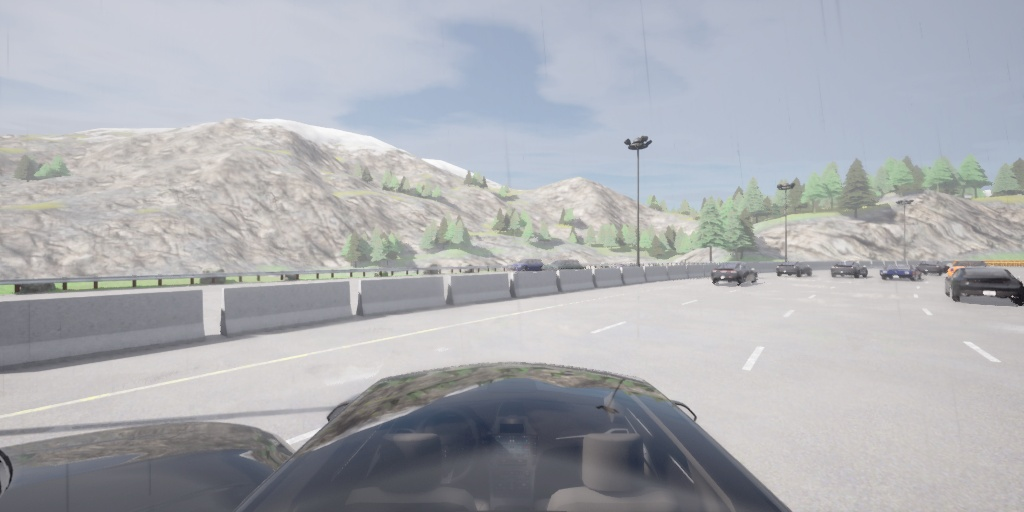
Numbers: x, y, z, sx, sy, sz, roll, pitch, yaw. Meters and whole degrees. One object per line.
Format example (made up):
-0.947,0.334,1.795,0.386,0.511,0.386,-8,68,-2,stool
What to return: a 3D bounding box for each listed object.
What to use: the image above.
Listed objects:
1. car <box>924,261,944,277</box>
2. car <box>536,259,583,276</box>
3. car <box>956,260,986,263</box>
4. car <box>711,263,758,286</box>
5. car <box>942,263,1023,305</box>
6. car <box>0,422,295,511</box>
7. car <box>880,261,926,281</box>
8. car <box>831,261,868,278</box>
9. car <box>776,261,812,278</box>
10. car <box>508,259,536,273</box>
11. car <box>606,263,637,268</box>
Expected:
43.309,1.248,36.867,4.902,1.511,2.128,0,0,-31,car
4.862,1.109,34.703,4.553,1.767,2.097,0,0,-42,car
35.389,1.109,27.608,4.553,1.767,2.097,0,0,-35,car
15.903,1.244,25.576,4.902,1.511,2.128,0,0,-42,car
21.240,1.258,16.260,4.892,1.490,1.837,0,0,-43,car
-2.982,1.255,0.530,4.892,1.490,1.837,0,0,-45,car
32.305,1.356,29.734,4.718,1.301,1.895,0,0,-35,car
31.371,1.247,33.343,4.902,1.511,2.128,0,0,-35,car
27.407,1.248,34.791,4.902,1.511,2.128,0,0,-36,car
1.721,1.110,41.267,4.553,1.767,2.097,0,0,-41,car
10.913,1.357,35.379,4.718,1.301,1.895,0,0,-40,car
